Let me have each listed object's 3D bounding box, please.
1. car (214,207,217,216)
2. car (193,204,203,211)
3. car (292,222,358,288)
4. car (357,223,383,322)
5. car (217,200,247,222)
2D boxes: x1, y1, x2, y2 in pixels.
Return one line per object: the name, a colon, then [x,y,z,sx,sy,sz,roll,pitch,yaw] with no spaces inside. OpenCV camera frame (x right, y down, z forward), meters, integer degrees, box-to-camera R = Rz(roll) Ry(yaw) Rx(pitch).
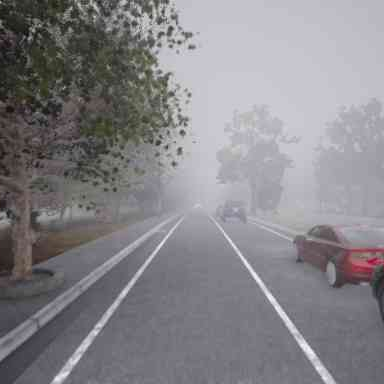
car: [4.045,2.480,44.914,1.837,1.490,4.892,1,-2,1]
car: [1.180,3.072,65.191,1.812,1.442,4.674,1,-6,1]
car: [4.370,1.591,9.577,1.882,1.535,5.008,1,-1,1]
car: [4.263,1.287,3.605,2.150,2.045,5.566,1,0,1]
car: [3.835,1.758,31.603,2.150,2.045,5.566,1,-1,2]
